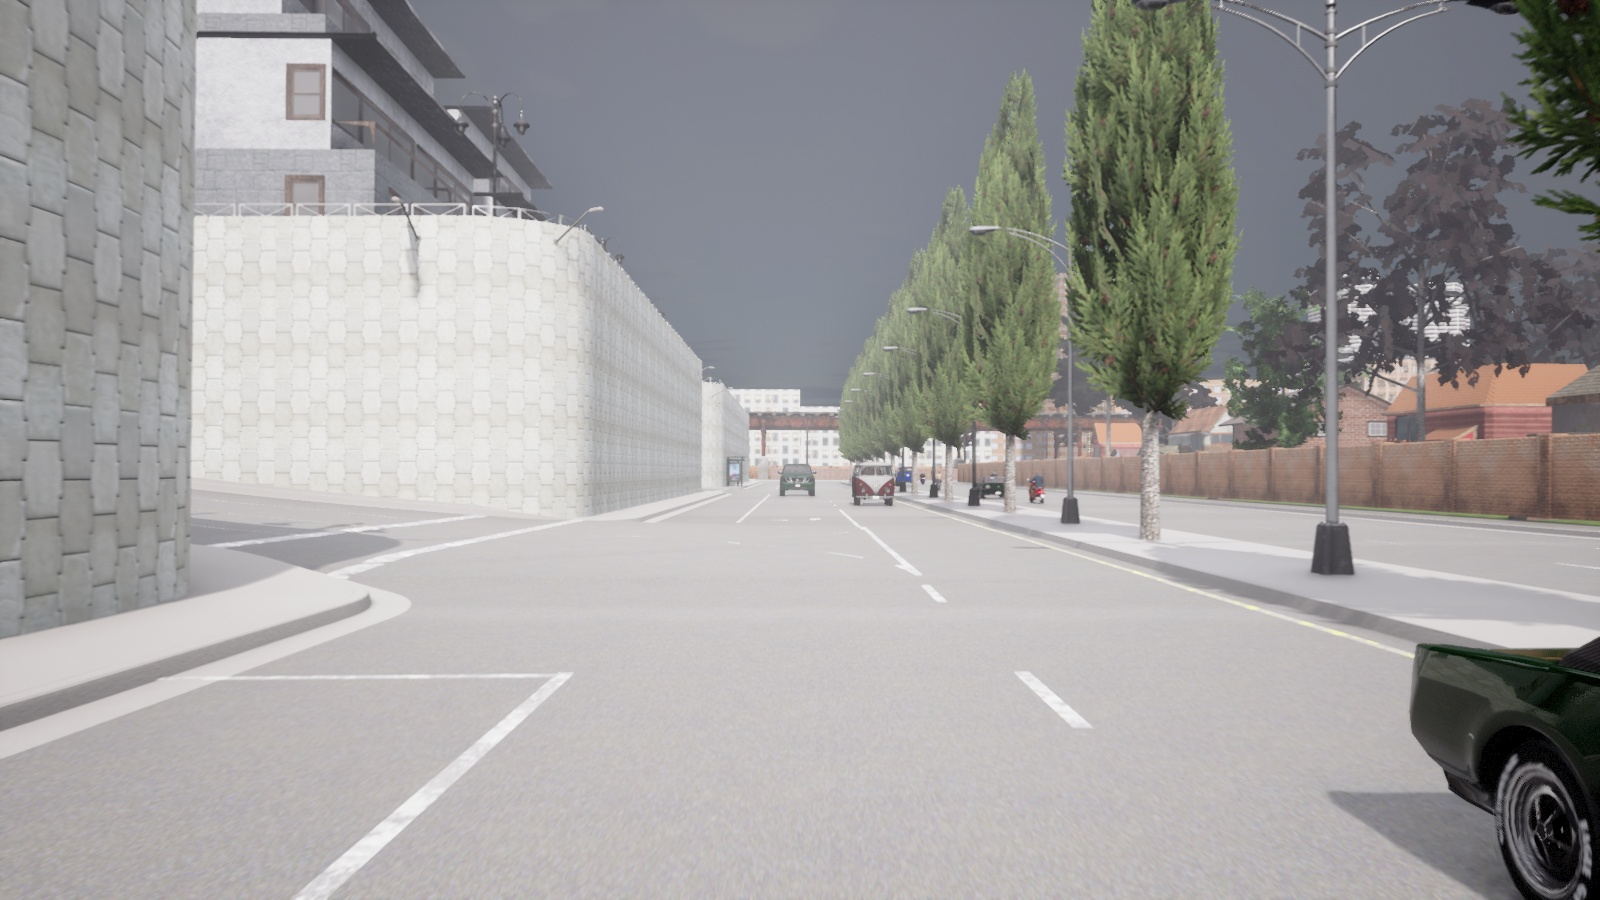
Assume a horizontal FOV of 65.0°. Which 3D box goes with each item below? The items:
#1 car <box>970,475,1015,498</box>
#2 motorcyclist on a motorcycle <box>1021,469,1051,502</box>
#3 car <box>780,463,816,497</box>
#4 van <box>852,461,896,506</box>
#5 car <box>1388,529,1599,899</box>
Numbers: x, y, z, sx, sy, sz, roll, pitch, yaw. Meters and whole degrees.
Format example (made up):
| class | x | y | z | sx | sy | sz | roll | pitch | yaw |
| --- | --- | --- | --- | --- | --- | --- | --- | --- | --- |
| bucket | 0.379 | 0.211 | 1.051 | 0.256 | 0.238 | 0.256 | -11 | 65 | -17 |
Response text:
| class | x | y | z | sx | sy | sz | roll | pitch | yaw |
| --- | --- | --- | --- | --- | --- | --- | --- | --- | --- |
| car | 11.312 | 2.108 | 73.941 | 1.895 | 1.301 | 4.718 | 0 | -1 | 0 |
| motorcyclist on a motorcycle | 11.686 | 1.762 | 62.184 | 0.866 | 1.590 | 1.817 | 1 | -1 | -10 |
| car | -0.174 | 1.855 | 78.893 | 2.150 | 2.045 | 5.566 | 0 | -1 | -1 |
| van | 3.352 | 1.518 | 57.562 | 1.775 | 1.987 | 4.442 | 0 | -1 | 0 |
| car | 3.492 | 0.952 | 3.051 | 1.895 | 1.301 | 4.718 | 0 | -1 | 0 |
